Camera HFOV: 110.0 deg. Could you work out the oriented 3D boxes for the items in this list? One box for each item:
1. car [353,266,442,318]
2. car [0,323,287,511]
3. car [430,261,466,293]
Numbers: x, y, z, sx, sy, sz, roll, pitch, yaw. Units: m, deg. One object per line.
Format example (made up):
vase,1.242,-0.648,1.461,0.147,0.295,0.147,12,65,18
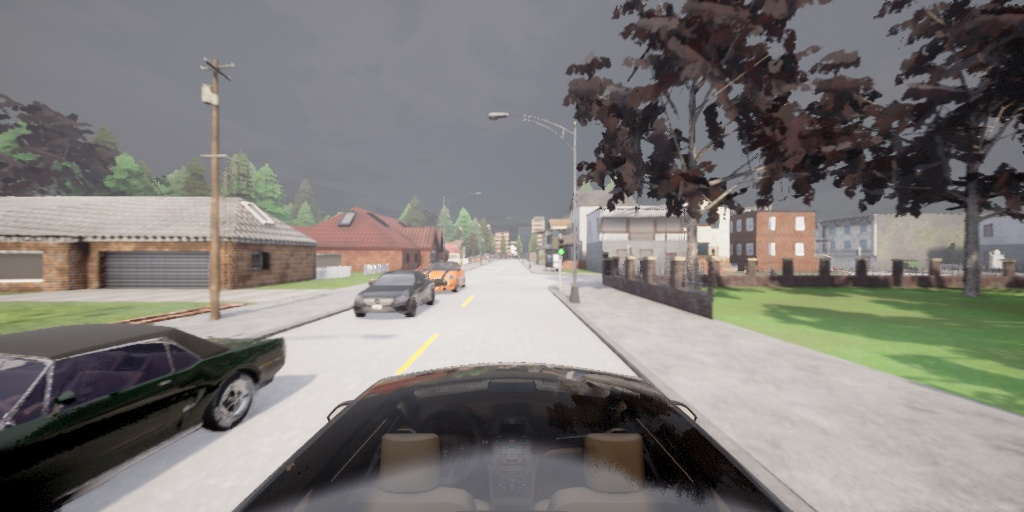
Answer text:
car,-4.037,1.259,13.071,1.812,1.442,4.674,0,0,0
car,-4.098,1.337,2.795,1.895,1.301,4.718,0,0,0
car,-3.938,1.086,20.627,2.097,1.767,4.553,0,0,0
